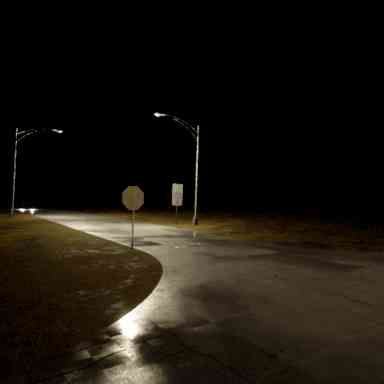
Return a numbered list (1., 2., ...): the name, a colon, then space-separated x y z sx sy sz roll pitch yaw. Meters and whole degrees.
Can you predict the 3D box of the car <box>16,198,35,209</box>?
1. car: -23.287 1.595 46.492 1.994 1.385 4.181 3 -2 -35
